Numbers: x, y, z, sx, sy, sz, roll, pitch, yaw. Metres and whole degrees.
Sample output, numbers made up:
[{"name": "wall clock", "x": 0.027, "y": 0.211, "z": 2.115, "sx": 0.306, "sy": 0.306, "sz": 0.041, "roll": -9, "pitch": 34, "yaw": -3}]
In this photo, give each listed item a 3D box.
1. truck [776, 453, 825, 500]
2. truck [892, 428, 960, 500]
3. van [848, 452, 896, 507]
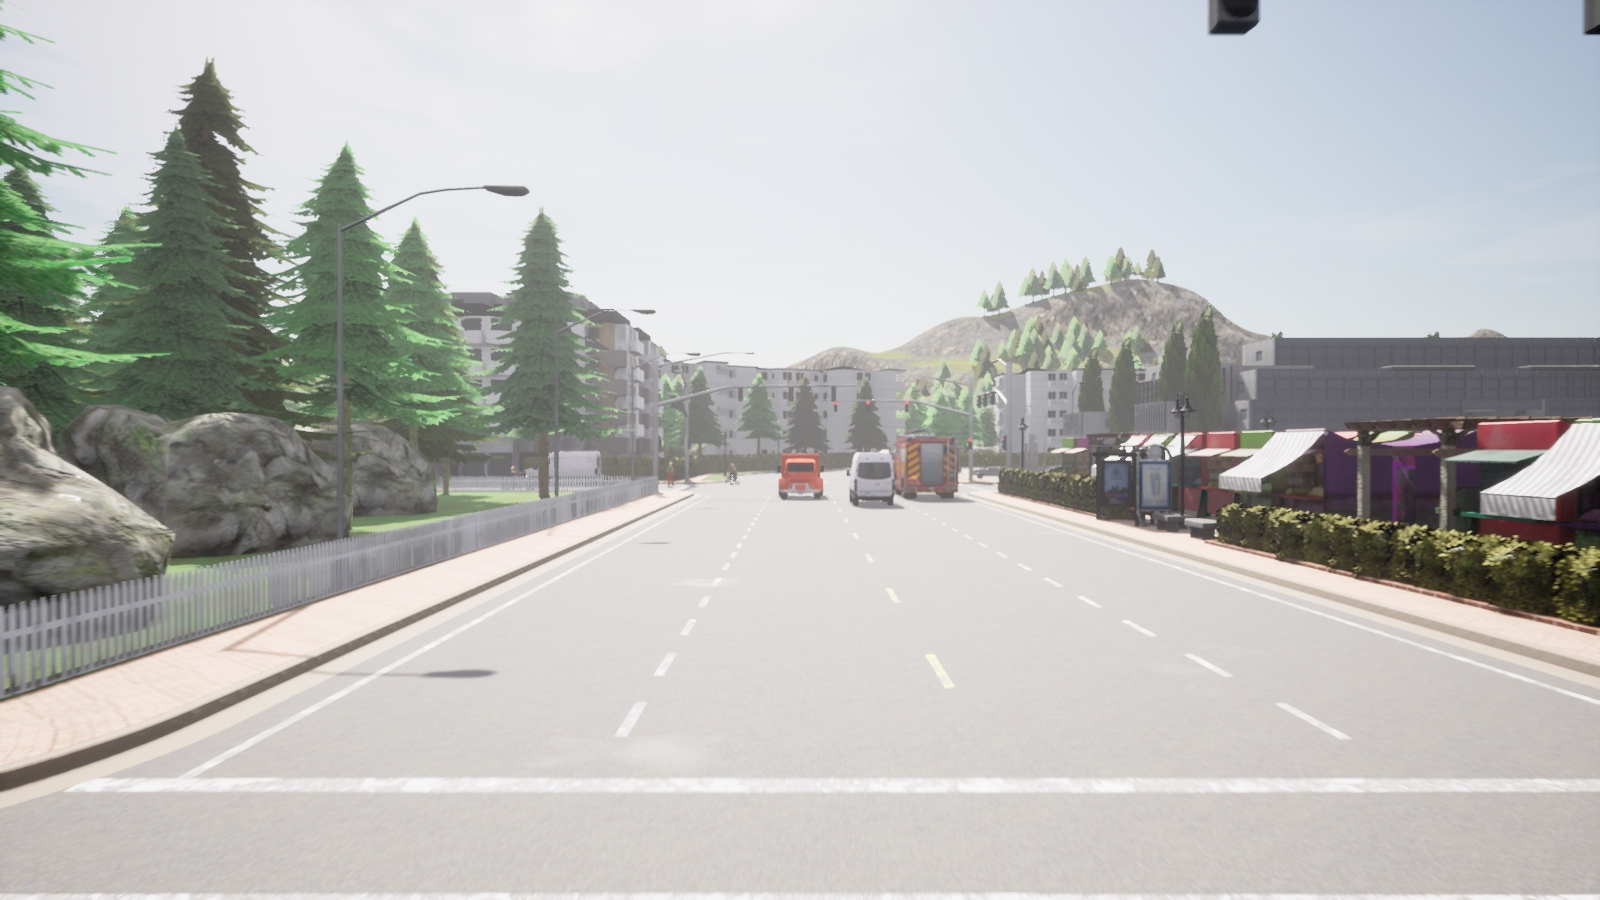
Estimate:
[{"name": "truck", "x": 0.035, "y": 1.420, "z": 63.312, "sx": 2.627, "sy": 2.467, "sz": 5.204, "roll": 0, "pitch": 0, "yaw": 0}, {"name": "truck", "x": 7.032, "y": 0.730, "z": 64.867, "sx": 2.891, "sy": 3.827, "sz": 8.468, "roll": 0, "pitch": 0, "yaw": 0}, {"name": "van", "x": 3.521, "y": 1.397, "z": 56.874, "sx": 1.988, "sy": 2.561, "sz": 5.915, "roll": 0, "pitch": 0, "yaw": 0}]
